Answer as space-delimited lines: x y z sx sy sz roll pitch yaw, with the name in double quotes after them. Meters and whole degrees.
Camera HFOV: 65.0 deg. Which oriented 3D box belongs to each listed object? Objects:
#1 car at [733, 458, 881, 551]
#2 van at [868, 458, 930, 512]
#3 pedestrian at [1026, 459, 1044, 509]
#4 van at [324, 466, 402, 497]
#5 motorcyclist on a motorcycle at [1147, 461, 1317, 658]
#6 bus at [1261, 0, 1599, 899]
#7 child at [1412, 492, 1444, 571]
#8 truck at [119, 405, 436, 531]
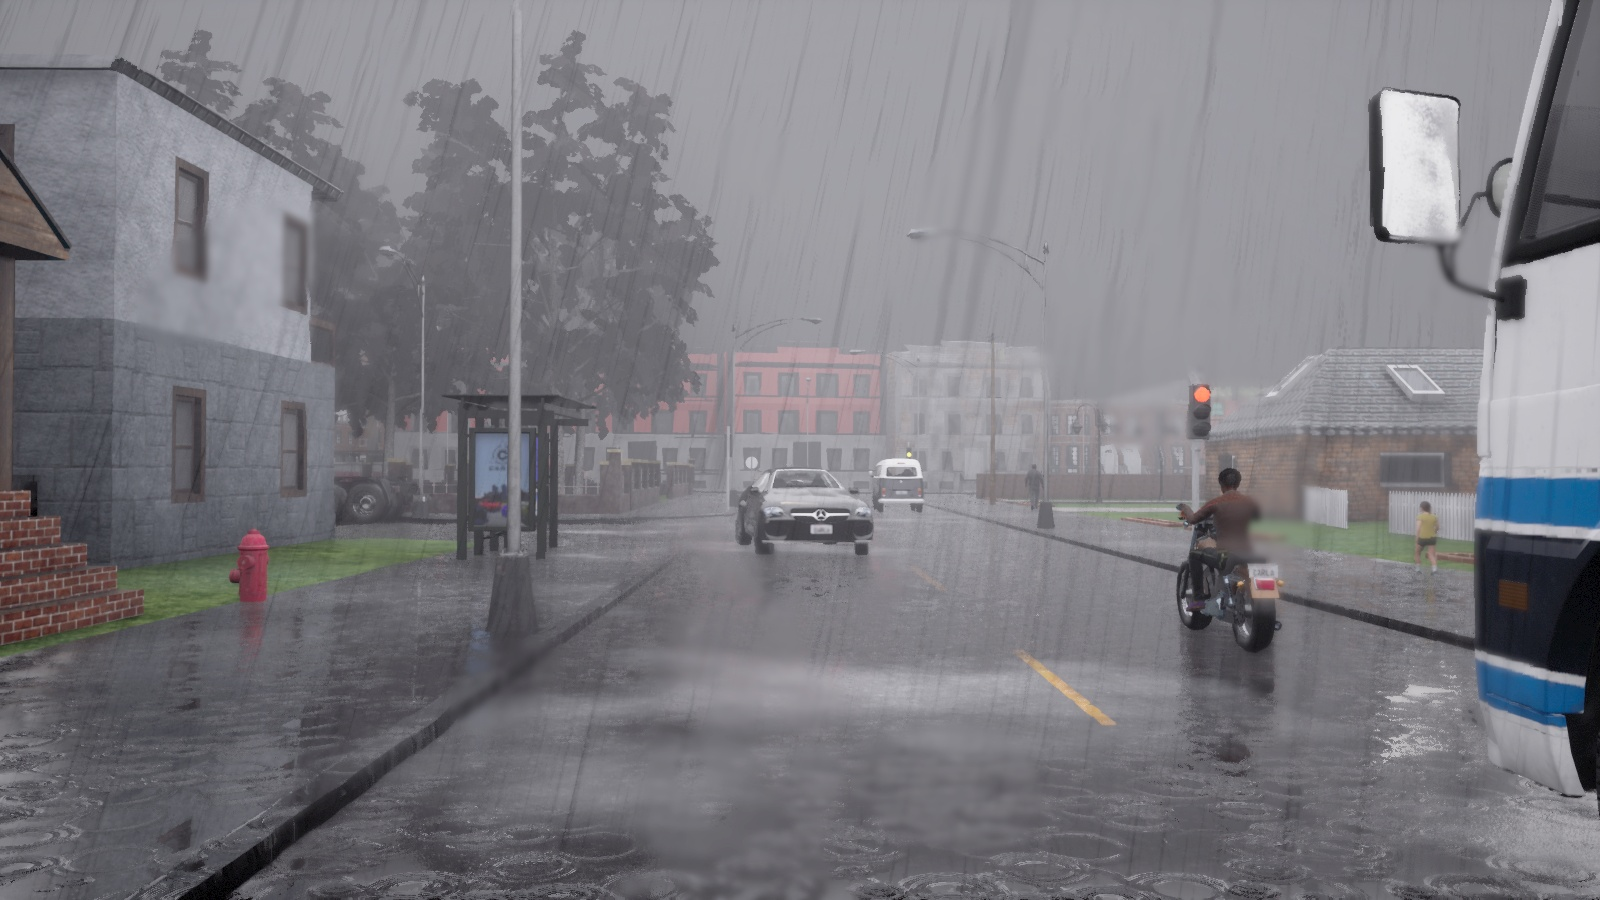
0.004 1.011 24.912 2.152 1.651 5.027 0 -1 -9 "car"
3.832 1.351 49.471 2.069 2.038 4.480 0 -1 0 "van"
9.029 1.295 48.247 0.563 1.883 0.849 -1 -1 16 "pedestrian"
-28.225 2.041 81.259 4.442 1.987 1.775 0 -1 0 "van"
3.954 0.946 11.733 0.766 1.649 2.350 0 -1 0 "motorcyclist on a motorcycle"
3.998 -0.572 0.333 3.944 4.253 10.273 0 -1 0 "bus"
9.059 1.172 18.123 0.255 1.110 0.394 0 -1 0 "child"
-14.878 0.500 36.276 7.936 3.462 2.891 0 -1 -4 "truck"
